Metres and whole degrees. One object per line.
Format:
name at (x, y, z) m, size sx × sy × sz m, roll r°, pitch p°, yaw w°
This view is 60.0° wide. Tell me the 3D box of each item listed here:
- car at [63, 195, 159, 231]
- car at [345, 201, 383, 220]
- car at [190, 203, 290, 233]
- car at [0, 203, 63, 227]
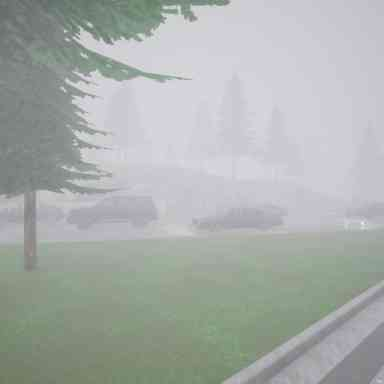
car at (-4.877, 1.221, 20.816) m, size 5.566 × 2.045 × 2.150 m, roll 0°, pitch 0°, yaw -16°
car at (15.196, 1.525, 28.504) m, size 4.674 × 1.442 × 1.812 m, roll 0°, pitch 0°, yaw -30°
car at (2.639, 1.547, 19.374) m, size 5.357 × 1.411 × 2.033 m, roll 0°, pitch 0°, yaw -16°
car at (-11.146, 1.491, 22.560) m, size 4.902 × 1.511 × 2.128 m, roll 0°, pitch 0°, yaw -18°
